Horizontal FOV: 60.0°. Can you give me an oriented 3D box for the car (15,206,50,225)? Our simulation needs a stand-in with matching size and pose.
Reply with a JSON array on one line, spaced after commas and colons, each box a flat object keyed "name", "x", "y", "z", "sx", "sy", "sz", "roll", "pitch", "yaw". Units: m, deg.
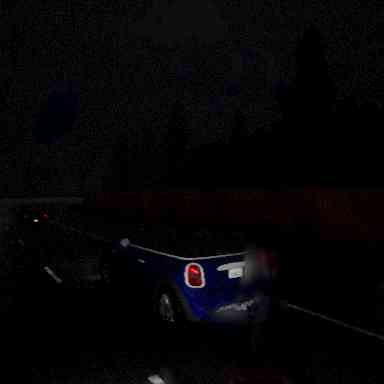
[{"name": "car", "x": -12.322, "y": 1.744, "z": 25.503, "sx": 1.895, "sy": 1.301, "sz": 4.718, "roll": 0, "pitch": 0, "yaw": -33}]

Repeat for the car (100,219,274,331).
[{"name": "car", "x": -0.432, "y": 1.395, "z": 7.384, "sx": 2.097, "sy": 1.767, "sz": 4.553, "roll": 0, "pitch": 0, "yaw": -33}]
